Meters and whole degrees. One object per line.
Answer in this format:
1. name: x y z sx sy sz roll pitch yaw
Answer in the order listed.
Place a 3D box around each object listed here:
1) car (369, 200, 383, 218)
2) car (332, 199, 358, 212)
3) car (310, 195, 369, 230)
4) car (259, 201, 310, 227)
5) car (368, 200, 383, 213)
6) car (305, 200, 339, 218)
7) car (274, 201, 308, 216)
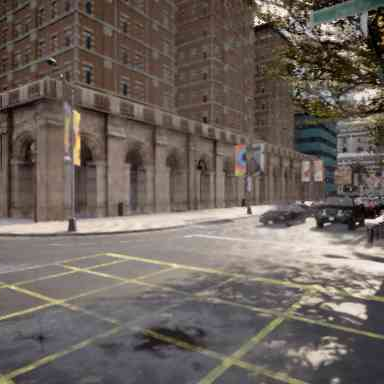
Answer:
1. car: 15.709 1.474 29.976 1.882 1.535 5.008 0 0 36
2. car: 18.040 1.556 39.177 1.994 1.385 4.181 0 0 36
3. car: 9.800 1.217 21.786 2.150 2.045 5.566 0 0 36
4. car: 6.535 1.538 23.241 2.033 1.411 5.357 0 0 36
5. car: 21.733 1.598 38.309 1.895 1.301 4.718 0 0 36
6. car: 12.165 1.517 31.027 1.812 1.442 4.674 0 0 36
7. car: 10.033 1.582 33.477 1.895 1.301 4.718 0 0 36
